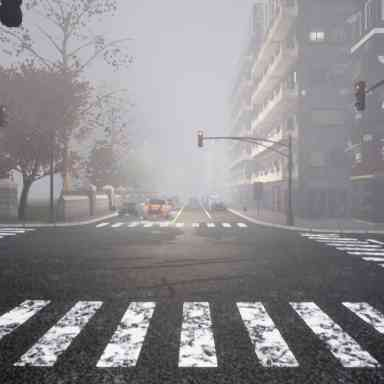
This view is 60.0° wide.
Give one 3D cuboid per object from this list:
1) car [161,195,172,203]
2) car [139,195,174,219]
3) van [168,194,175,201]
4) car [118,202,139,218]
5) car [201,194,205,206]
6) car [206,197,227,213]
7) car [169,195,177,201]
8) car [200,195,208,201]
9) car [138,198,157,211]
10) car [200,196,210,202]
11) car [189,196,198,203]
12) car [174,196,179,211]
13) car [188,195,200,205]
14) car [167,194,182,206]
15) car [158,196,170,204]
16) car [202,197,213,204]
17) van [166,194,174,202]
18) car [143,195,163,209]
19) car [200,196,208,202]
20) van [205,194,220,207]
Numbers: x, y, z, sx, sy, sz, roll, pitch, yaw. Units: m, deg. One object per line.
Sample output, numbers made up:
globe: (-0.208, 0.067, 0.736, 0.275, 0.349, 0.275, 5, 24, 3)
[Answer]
car: (-5.432, 1.507, 70.273, 1.967, 1.590, 4.097, 0, 0, 0)
car: (-2.995, 1.364, 29.107, 2.097, 1.767, 4.553, 0, 0, 0)
van: (-5.371, 1.444, 87.163, 1.690, 1.788, 3.998, 0, 0, 0)
car: (-5.575, 1.579, 30.862, 1.947, 1.339, 4.313, 0, 0, 0)
car: (2.887, 1.479, 53.352, 1.967, 1.590, 4.097, 0, 0, 0)
car: (2.825, 1.563, 36.461, 1.887, 1.381, 4.507, 0, 0, 0)
car: (-5.351, 1.668, 92.792, 2.008, 1.369, 4.403, 0, 0, 0)
car: (3.009, 1.543, 87.132, 1.967, 1.590, 4.097, 0, 0, 0)
car: (-5.535, 1.549, 41.953, 1.752, 1.417, 4.829, 0, 0, 0)
car: (2.968, 1.628, 75.873, 2.008, 1.369, 4.403, 0, 0, 0)
car: (0.326, 1.594, 71.156, 1.812, 1.442, 4.674, 0, 0, 0)
car: (-2.951, 1.528, 40.787, 1.837, 1.490, 4.892, 0, 0, 0)
car: (0.326, 1.615, 61.172, 1.994, 1.385, 4.181, 0, 0, 0)
car: (-2.869, 1.395, 56.129, 2.097, 1.767, 4.553, 0, 0, 1)
car: (-5.453, 1.497, 64.644, 1.967, 1.590, 4.097, 0, 0, 0)
car: (2.927, 1.602, 64.612, 1.887, 1.381, 4.507, 0, 0, 0)
van: (-5.392, 1.431, 81.534, 1.690, 1.788, 3.998, 0, 0, 0)
car: (-5.514, 1.346, 47.753, 2.192, 1.841, 5.009, 0, 0, 0)
car: (2.988, 1.634, 81.503, 1.887, 1.381, 4.507, 0, 0, 0)
van: (2.846, 1.365, 42.092, 1.690, 1.788, 3.998, 0, 0, 0)
